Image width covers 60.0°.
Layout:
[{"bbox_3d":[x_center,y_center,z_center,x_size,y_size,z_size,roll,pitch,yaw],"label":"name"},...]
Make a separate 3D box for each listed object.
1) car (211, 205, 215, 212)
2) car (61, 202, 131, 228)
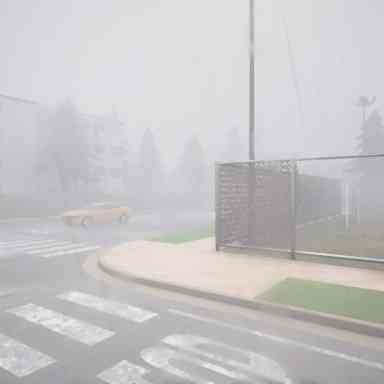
[{"bbox_3d":[4.213,1.525,37.267,2.033,1.411,5.357,0,0,36],"label":"car"},{"bbox_3d":[-6.308,1.455,22.414,1.882,1.535,5.008,0,0,35],"label":"car"}]
